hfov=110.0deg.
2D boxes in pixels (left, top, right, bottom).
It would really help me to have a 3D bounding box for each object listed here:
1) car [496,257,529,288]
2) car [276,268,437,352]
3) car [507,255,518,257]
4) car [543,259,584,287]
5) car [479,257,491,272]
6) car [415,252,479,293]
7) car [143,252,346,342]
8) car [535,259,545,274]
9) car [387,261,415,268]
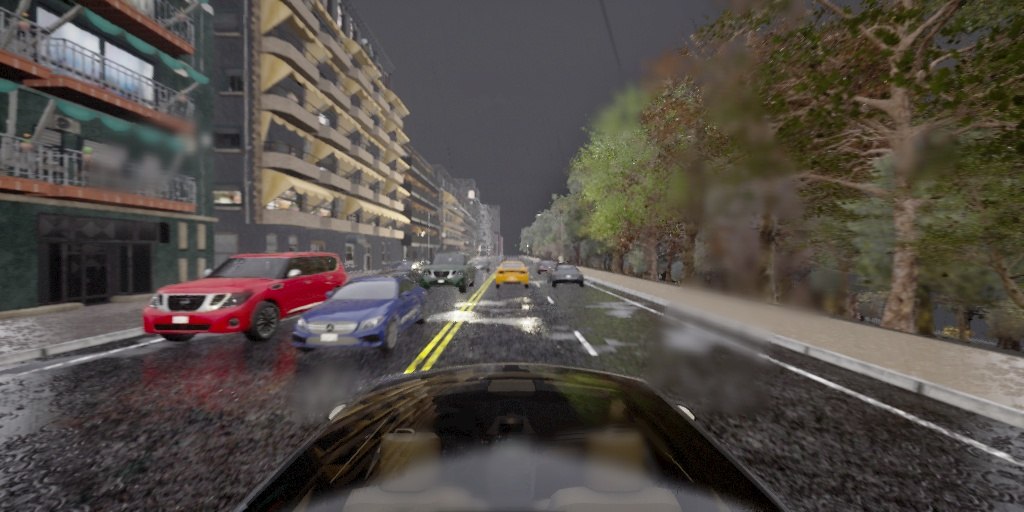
[{"bbox_3d":[0.017,1.042,22.020,1.882,1.535,5.008,0,1,0],"label":"car"},{"bbox_3d":[-3.334,1.210,8.860,1.812,1.442,4.674,0,1,0],"label":"car"},{"bbox_3d":[0.063,0.778,37.302,2.097,1.767,4.553,0,0,1],"label":"car"},{"bbox_3d":[3.266,1.122,22.577,1.994,1.385,4.181,0,0,1],"label":"car"},{"bbox_3d":[-3.249,0.911,38.364,2.128,1.511,4.902,0,0,0],"label":"car"},{"bbox_3d":[-3.300,0.810,19.546,2.150,2.045,5.566,0,0,0],"label":"car"},{"bbox_3d":[-6.591,0.896,9.898,2.150,2.045,5.566,0,1,0],"label":"car"},{"bbox_3d":[3.289,0.996,34.832,2.033,1.411,5.357,0,1,1],"label":"car"},{"bbox_3d":[-6.535,1.056,21.671,2.128,1.511,4.902,0,1,1],"label":"car"}]
